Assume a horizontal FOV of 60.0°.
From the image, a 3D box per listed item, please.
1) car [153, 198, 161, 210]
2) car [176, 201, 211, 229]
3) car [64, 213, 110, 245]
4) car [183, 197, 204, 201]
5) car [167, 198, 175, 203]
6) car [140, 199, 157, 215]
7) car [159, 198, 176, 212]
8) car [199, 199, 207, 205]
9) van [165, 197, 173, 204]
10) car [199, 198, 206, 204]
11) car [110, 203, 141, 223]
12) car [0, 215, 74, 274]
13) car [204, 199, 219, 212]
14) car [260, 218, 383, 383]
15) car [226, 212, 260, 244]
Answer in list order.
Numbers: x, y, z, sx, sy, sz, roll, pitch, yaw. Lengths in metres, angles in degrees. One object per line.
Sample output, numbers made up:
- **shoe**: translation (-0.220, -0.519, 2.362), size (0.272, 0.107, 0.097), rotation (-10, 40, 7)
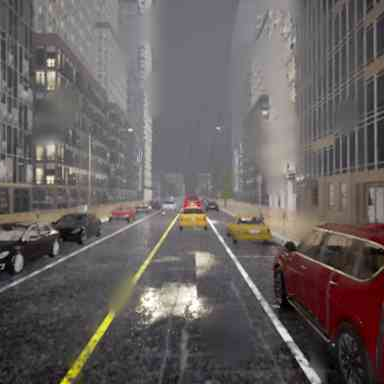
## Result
- **car**: translation (-5.733, 1.984, 50.575), size (1.887, 1.381, 4.507), rotation (0, 0, 0)
- **car**: translation (0.079, 1.663, 23.039), size (1.801, 1.575, 5.366), rotation (0, 0, 0)
- **car**: translation (-5.703, 1.714, 16.423), size (1.947, 1.339, 4.313), rotation (0, -1, 0)
- **car**: translation (0.056, 1.576, 40.923), size (2.150, 2.045, 5.566), rotation (0, -1, 1)
- **car**: translation (-5.769, 2.326, 90.419), size (1.947, 1.339, 4.313), rotation (0, 0, 0)
- **car**: translation (-5.723, 1.894, 39.190), size (2.008, 1.369, 4.403), rotation (0, 0, 0)
- **car**: translation (-3.082, 1.921, 45.427), size (1.812, 1.442, 4.674), rotation (0, -1, 0)
- **car**: translation (2.622, 2.252, 79.027), size (1.802, 1.307, 4.206), rotation (0, 0, 0)
- **van**: translation (-5.763, 2.056, 84.729), size (1.690, 1.788, 3.998), rotation (0, 0, 0)
- **car**: translation (2.617, 2.241, 84.890), size (1.752, 1.417, 4.829), rotation (0, 0, 0)
- **car**: translation (-5.712, 1.829, 27.805), size (1.802, 1.307, 4.206), rotation (0, 0, 0)
- **car**: translation (-5.697, 1.649, 10.730), size (2.008, 1.369, 4.403), rotation (0, -1, 0)
- **car**: translation (2.653, 1.957, 44.877), size (1.947, 1.339, 4.313), rotation (0, 0, 0)
- **car**: translation (2.690, 1.362, 5.036), size (2.192, 1.841, 5.009), rotation (0, -1, 0)
- **car**: translation (2.678, 1.675, 16.587), size (1.752, 1.417, 4.829), rotation (0, -1, 0)
